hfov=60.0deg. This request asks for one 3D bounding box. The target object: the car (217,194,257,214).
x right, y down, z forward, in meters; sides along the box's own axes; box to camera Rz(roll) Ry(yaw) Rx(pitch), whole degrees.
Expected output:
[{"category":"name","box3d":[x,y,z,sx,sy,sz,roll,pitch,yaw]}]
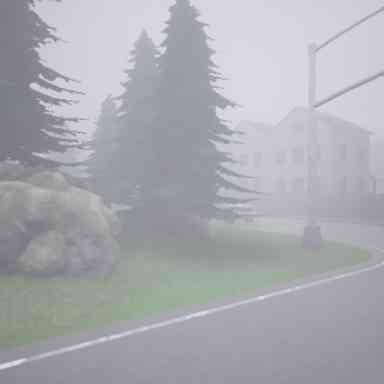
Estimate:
[{"category":"car","box3d":[2.385,1.209,25.172,2.150,2.045,5.566,0,0,-35]}]

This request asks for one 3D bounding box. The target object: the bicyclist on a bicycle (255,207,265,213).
[{"category":"bicyclist on a bicycle","box3d":[6.484,1.289,32.352,1.656,1.620,0.582,0,0,-35]}]
